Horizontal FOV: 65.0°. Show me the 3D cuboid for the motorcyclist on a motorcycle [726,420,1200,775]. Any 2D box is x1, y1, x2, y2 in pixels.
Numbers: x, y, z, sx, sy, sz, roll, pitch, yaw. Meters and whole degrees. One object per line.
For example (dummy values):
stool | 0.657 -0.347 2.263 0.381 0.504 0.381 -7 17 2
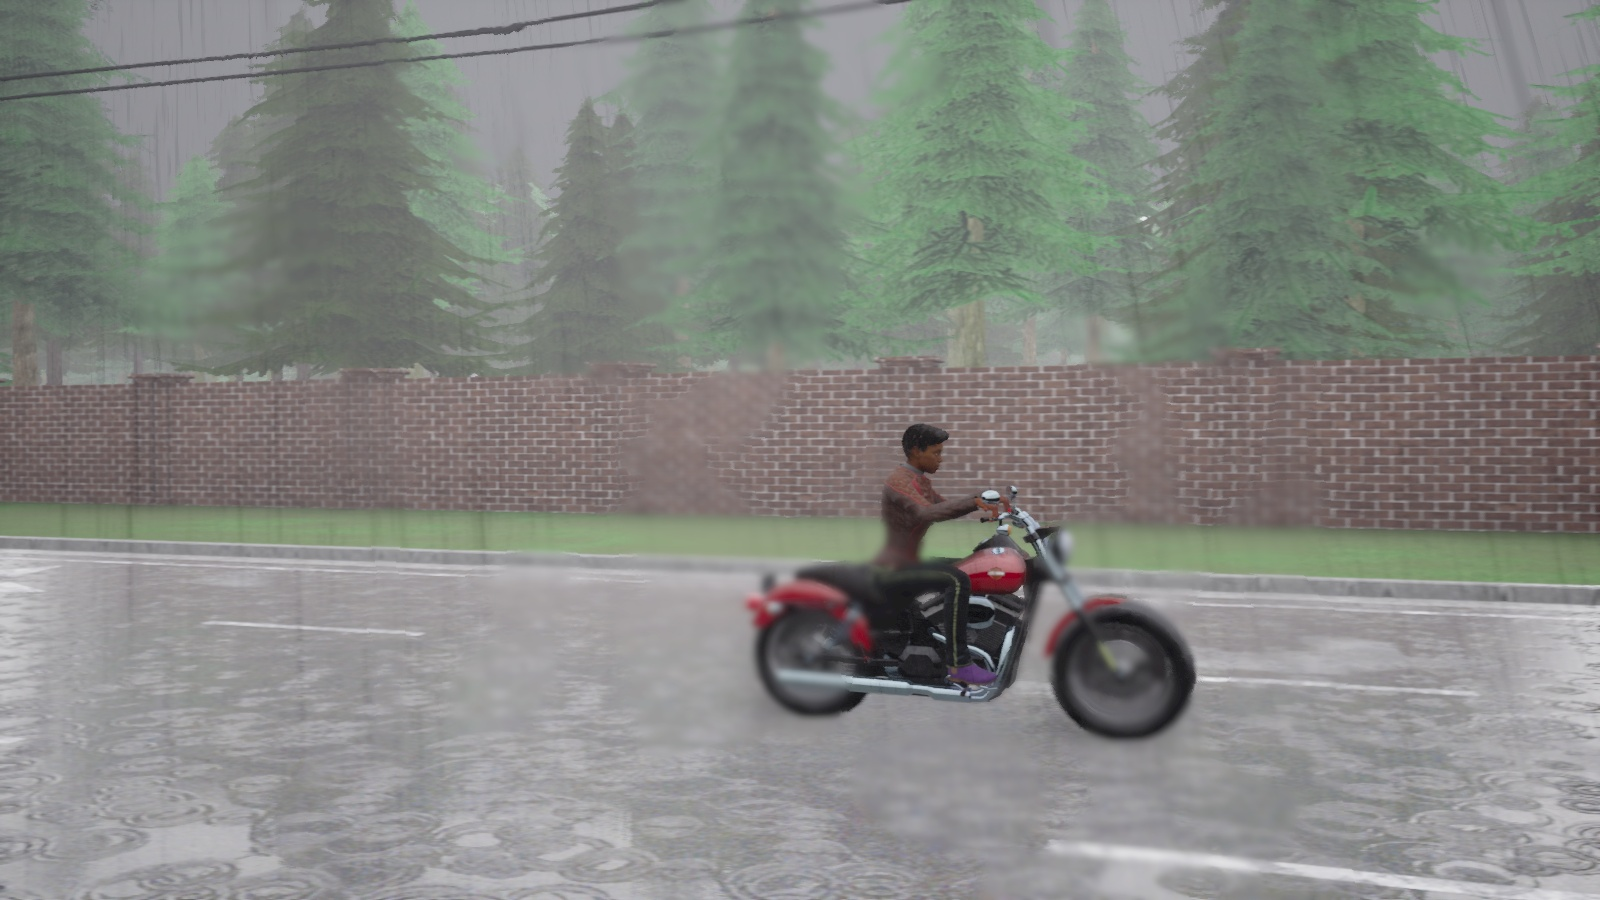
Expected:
motorcyclist on a motorcycle | 0.852 0.674 6.598 2.350 1.649 0.766 1 1 19
